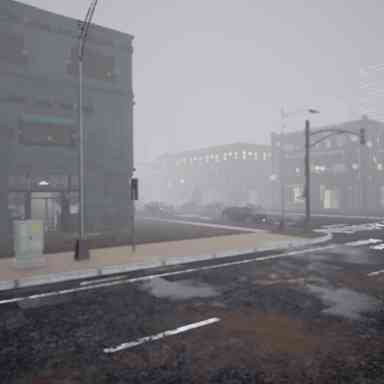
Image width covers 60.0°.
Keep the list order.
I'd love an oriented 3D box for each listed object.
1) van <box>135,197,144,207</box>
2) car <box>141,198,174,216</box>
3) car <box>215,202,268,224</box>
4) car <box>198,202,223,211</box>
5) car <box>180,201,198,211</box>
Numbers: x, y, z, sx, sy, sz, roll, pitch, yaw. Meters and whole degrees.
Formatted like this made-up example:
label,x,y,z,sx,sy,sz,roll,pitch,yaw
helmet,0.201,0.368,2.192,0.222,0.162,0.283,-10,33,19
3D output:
label,x,y,z,sx,sy,sz,roll,pitch,yaw
van,-9.755,1.898,61.351,1.690,1.788,3.998,-1,0,-35
car,-3.749,1.840,38.450,1.967,1.590,4.097,-2,0,-35
car,4.197,1.809,27.071,1.947,1.339,4.313,-2,0,-35
car,3.082,1.896,43.309,1.802,1.307,4.206,-2,0,-35
car,-0.125,1.958,47.819,1.802,1.307,4.206,-2,0,-35
